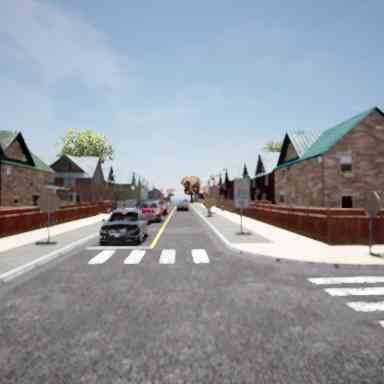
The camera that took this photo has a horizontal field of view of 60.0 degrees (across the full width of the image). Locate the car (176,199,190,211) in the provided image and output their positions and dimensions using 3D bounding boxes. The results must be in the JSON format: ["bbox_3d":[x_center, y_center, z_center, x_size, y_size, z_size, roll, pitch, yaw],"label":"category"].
[{"bbox_3d":[-1.369,2.109,50.053,2.033,1.411,5.357,0,-1,-1],"label":"car"}]

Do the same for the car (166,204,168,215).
[{"bbox_3d":[-3.959,1.773,39.769,2.097,1.767,4.553,0,-1,-1],"label":"car"}]

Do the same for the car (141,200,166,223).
[{"bbox_3d":[-3.631,1.627,28.501,2.097,1.767,4.553,0,-1,-2],"label":"car"}]

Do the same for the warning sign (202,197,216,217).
[{"bbox_3d":[1.624,1.428,31.955,1.300,1.860,1.060,-1,-1,-2],"label":"warning sign"}]

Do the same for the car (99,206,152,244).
[{"bbox_3d":[-3.278,1.651,16.626,1.837,1.490,4.892,0,0,-2],"label":"car"}]

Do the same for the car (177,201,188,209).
[{"bbox_3d":[-1.703,2.268,59.454,1.994,1.385,4.181,0,-1,-2],"label":"car"}]
